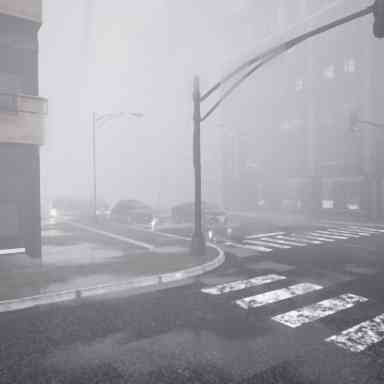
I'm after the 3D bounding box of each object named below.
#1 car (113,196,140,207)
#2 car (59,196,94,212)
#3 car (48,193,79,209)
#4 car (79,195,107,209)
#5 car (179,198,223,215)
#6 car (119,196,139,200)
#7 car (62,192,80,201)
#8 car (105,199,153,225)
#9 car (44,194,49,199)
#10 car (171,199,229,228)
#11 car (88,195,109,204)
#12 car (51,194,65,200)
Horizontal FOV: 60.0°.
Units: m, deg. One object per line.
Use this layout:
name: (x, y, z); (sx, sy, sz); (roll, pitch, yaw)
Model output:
car: (-9.109, 1.266, 45.961); (1.752, 1.417, 4.829); (-1, 1, -35)
car: (-12.666, 1.449, 36.379); (2.008, 1.369, 4.403); (-1, 1, -35)
car: (-15.901, 1.313, 41.051); (1.967, 1.590, 4.097); (-1, 1, -35)
car: (-11.478, 1.397, 39.221); (2.033, 1.411, 5.357); (-1, 1, -35)
car: (0.773, 1.360, 31.866); (1.887, 1.381, 4.507); (-1, 1, -35)
car: (-5.477, 1.374, 30.537); (1.882, 1.535, 5.008); (-1, 1, -35)
car: (-25.183, 0.936, 69.183); (2.192, 1.841, 5.009); (-1, 1, -35)
car: (-4.401, 1.509, 24.210); (1.887, 1.381, 4.507); (-1, 1, -35)
car: (-34.979, 1.076, 83.343); (1.752, 1.417, 4.829); (-1, 1, -35)
car: (0.408, 1.434, 22.031); (2.128, 1.511, 4.902); (-1, 1, -35)
car: (-15.576, 1.217, 55.306); (1.752, 1.417, 4.829); (-1, 1, -35)
car: (-31.648, 1.125, 78.530); (2.008, 1.369, 4.403); (-1, 1, -35)
